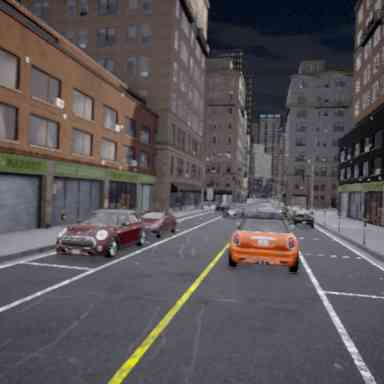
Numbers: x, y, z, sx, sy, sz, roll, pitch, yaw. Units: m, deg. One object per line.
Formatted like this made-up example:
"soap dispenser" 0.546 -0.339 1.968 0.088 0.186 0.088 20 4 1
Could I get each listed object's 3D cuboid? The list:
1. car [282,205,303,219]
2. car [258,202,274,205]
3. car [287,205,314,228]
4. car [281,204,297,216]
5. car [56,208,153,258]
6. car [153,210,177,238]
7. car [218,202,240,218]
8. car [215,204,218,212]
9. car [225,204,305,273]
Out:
"car" 11.303 2.237 37.783 1.947 1.339 4.313 2 0 13
"car" 5.929 1.874 26.625 1.882 1.535 5.008 2 -1 13
"car" 8.822 2.062 26.891 2.008 1.369 4.403 2 0 13
"car" 12.544 2.333 43.228 1.802 1.307 4.206 2 0 13
"car" -3.215 1.392 12.453 1.967 1.590 4.097 2 -1 13
"car" -1.980 1.616 17.898 1.802 1.307 4.206 2 -1 13
"car" 4.276 1.864 33.653 2.128 1.511 4.902 2 0 13
"car" 4.219 1.979 45.127 1.887 1.381 4.507 2 0 13
"car" 2.557 1.528 11.785 2.097 1.767 4.553 2 0 13
